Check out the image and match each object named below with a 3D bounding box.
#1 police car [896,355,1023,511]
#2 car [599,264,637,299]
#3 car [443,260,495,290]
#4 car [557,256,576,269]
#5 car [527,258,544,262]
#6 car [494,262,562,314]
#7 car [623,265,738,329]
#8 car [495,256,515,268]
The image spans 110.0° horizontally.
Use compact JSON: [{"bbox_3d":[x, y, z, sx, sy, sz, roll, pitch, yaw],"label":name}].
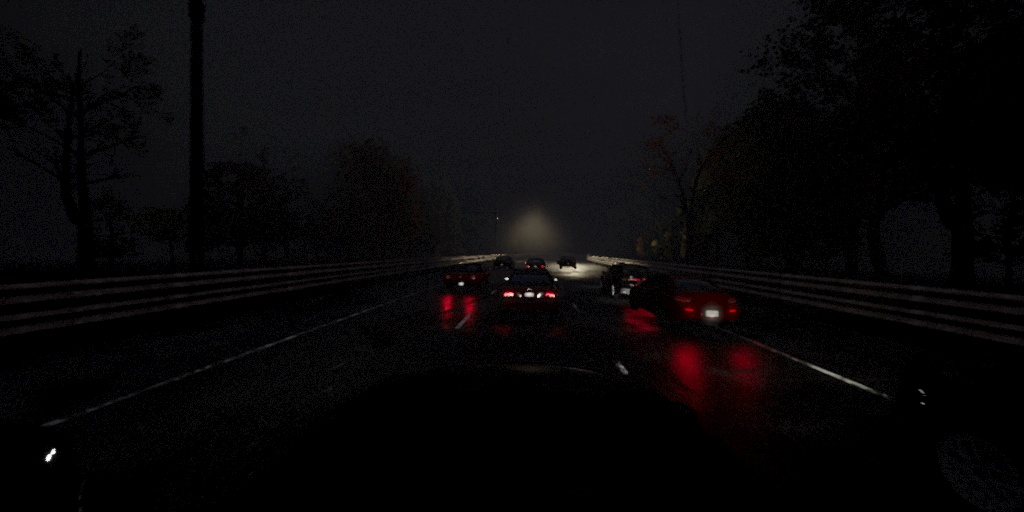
[{"bbox_3d":[4.457,1.235,1.238,1.930,1.638,5.238,1,1,3],"label":"police car"},{"bbox_3d":[5.376,1.099,16.900,1.837,1.490,4.892,1,1,4],"label":"car"},{"bbox_3d":[-2.355,1.057,19.989,1.895,1.301,4.718,1,1,4],"label":"car"},{"bbox_3d":[6.628,0.722,42.898,1.882,1.535,5.008,1,0,7],"label":"car"},{"bbox_3d":[2.098,0.890,31.833,2.033,1.411,5.357,1,1,5],"label":"car"},{"bbox_3d":[0.668,1.141,12.964,2.033,1.411,5.357,1,1,4],"label":"car"},{"bbox_3d":[4.992,1.200,10.989,1.812,1.442,4.674,1,1,3],"label":"car"},{"bbox_3d":[-0.800,0.693,38.444,1.882,1.535,5.008,1,1,5],"label":"car"}]
